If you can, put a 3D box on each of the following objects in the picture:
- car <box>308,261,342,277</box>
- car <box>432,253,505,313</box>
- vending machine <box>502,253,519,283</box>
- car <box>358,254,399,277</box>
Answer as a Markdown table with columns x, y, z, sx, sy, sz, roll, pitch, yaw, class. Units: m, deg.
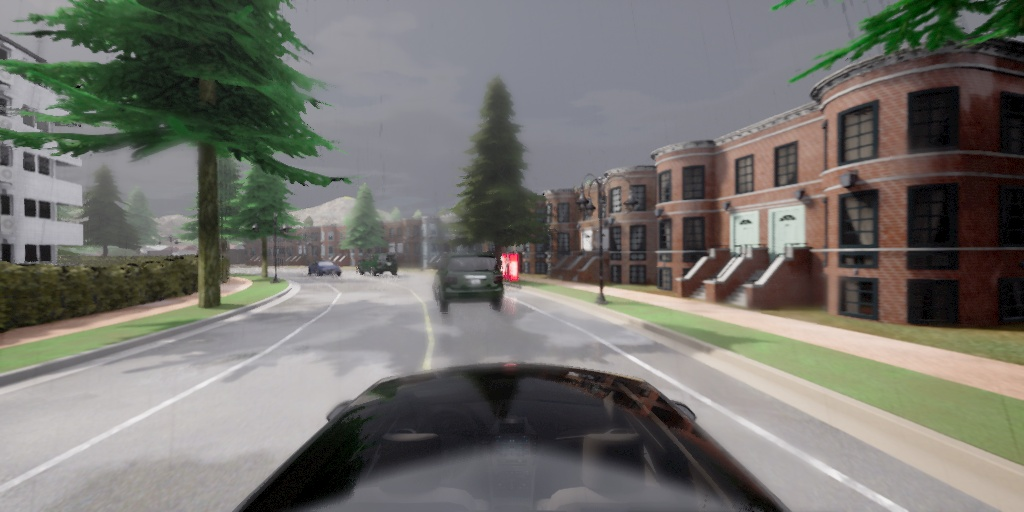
| x | y | z | sx | sy | sz | roll | pitch | yaw | class |
| --- | --- | --- | --- | --- | --- | --- | --- | --- | --- |
| -17.751 | 1.186 | 33.867 | 4.674 | 1.442 | 1.812 | 0 | 0 | 44 | car |
| -1.836 | 0.905 | 13.935 | 2.150 | 2.045 | 5.566 | 0 | 0 | -15 | car |
| -0.088 | 0.797 | 24.712 | 1.100 | 2.100 | 0.880 | 0 | 0 | -26 | vending machine |
| -12.721 | 0.847 | 33.992 | 2.150 | 2.045 | 5.566 | 0 | 0 | -41 | car |
